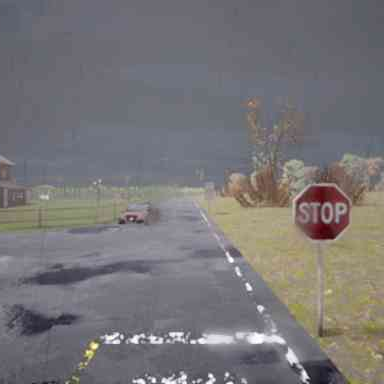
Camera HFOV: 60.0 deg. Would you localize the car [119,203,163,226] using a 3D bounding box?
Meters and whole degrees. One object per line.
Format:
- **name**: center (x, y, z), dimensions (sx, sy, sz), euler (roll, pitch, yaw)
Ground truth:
- **car**: center (-3.392, 1.464, 22.673), dimensions (1.994, 1.385, 4.181), euler (1, 1, 11)
